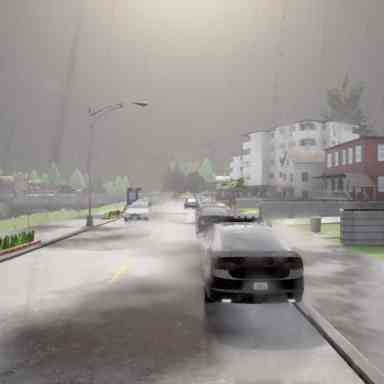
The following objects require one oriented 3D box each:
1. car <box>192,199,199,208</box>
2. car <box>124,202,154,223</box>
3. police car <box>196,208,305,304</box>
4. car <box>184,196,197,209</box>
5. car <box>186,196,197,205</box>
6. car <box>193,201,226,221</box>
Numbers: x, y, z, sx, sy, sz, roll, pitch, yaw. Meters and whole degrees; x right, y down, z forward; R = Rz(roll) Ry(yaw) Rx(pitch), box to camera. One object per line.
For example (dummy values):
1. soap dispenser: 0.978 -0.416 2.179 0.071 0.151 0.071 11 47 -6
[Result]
1. car: 1.163 1.506 24.241 1.837 1.490 4.892 0 0 0
2. car: -4.040 1.526 25.864 1.812 1.442 4.674 0 0 0
3. police car: 1.187 1.425 8.351 1.930 1.638 5.238 0 0 0
4. car: -0.044 1.564 45.756 1.994 1.385 4.181 0 0 0
5. car: -0.088 1.478 59.082 1.882 1.535 5.008 0 0 0
6. car: 1.172 1.478 18.241 1.882 1.535 5.008 0 0 0
